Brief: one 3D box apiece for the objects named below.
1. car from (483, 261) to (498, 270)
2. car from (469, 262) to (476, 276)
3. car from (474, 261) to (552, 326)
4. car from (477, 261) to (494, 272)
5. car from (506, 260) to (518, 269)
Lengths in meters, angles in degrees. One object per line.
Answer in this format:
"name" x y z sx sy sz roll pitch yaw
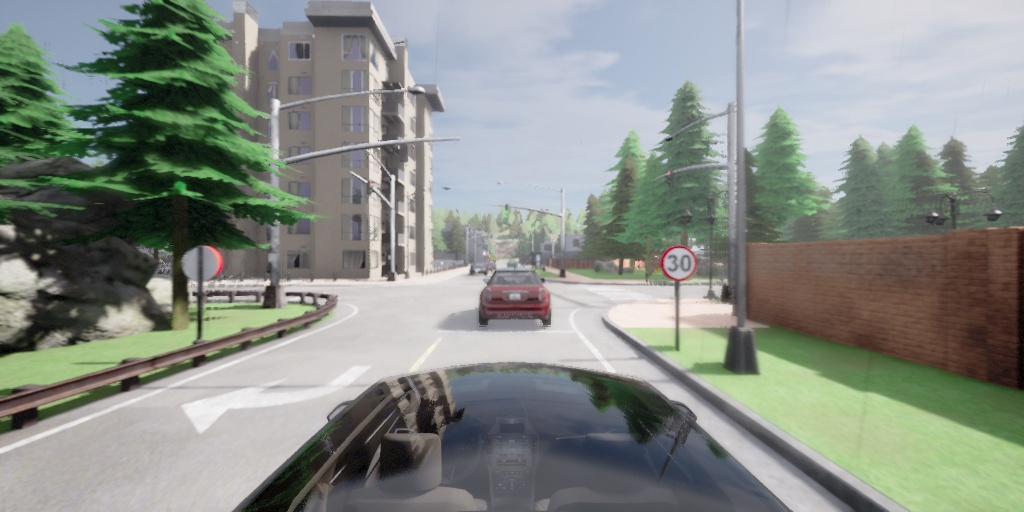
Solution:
"car" -3.565 1.493 60.170 2.033 1.411 5.357 0 0 1
"car" -3.613 1.369 39.712 2.128 1.511 4.902 0 0 0
"car" 0.090 1.134 11.922 2.097 1.767 4.553 0 0 0
"car" -3.609 1.474 49.566 1.994 1.385 4.181 0 0 0
"car" 0.062 1.504 63.550 2.033 1.411 5.357 0 0 1
